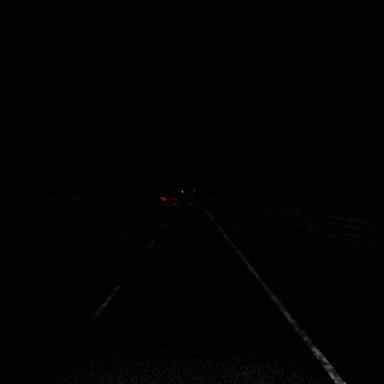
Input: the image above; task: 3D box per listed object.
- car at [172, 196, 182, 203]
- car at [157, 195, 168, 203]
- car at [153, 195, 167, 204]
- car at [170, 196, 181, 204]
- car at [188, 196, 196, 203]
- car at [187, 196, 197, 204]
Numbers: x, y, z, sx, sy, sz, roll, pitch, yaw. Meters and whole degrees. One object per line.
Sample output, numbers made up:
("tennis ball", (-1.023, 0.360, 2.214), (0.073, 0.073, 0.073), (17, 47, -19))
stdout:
("car", (-3.515, 1.763, 79.821), (2.128, 1.511, 4.902), (0, 0, 0))
("car", (-7.015, 1.566, 78.959), (2.097, 1.767, 4.553), (0, 0, 0))
("car", (-7.013, 1.791, 68.569), (2.033, 1.411, 5.357), (0, 0, 0))
("car", (-3.512, 1.756, 69.403), (1.837, 1.490, 4.892), (0, 0, 0))
("car", (-0.015, 1.762, 79.822), (1.812, 1.442, 4.674), (0, 0, 0))
("car", (-0.012, 1.812, 69.820), (1.994, 1.385, 4.181), (0, 0, 0))
